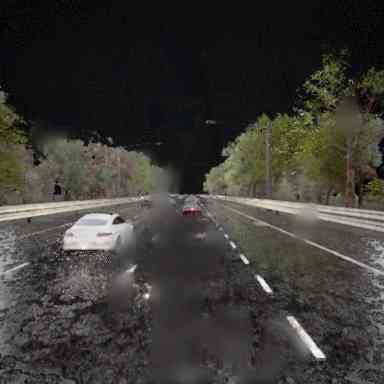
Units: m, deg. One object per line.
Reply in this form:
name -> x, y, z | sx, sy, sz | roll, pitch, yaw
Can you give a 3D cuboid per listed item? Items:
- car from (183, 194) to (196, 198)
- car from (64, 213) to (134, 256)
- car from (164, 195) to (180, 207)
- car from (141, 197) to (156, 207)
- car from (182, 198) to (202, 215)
car -> 0.037, 1.463, 53.438 | 2.097, 1.767, 4.553 | 0, 0, 0
car -> -3.497, 1.552, 13.084 | 1.812, 1.442, 4.674 | 0, 0, 0
car -> -3.462, 1.685, 53.568 | 1.994, 1.385, 4.181 | 0, 0, 0
car -> -6.963, 1.638, 53.636 | 1.837, 1.490, 4.892 | 0, 0, 0
car -> 0.024, 1.629, 34.604 | 1.994, 1.385, 4.181 | 0, 0, 0
